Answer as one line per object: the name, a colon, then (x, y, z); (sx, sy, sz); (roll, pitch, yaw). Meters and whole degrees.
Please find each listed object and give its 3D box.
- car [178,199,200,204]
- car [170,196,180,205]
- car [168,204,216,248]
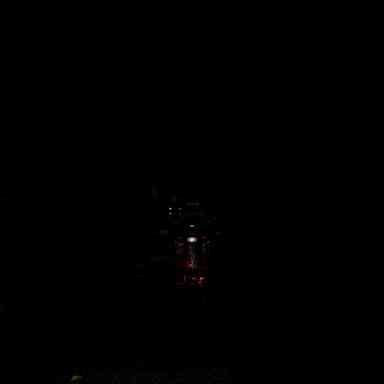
car: (0.001, 1.506, 29.656); (1.812, 1.442, 4.674); (0, 0, 0)
car: (-2.749, 1.485, 56.661); (1.812, 1.442, 4.674); (0, 0, 0)
car: (0.000, 1.504, 14.653); (1.837, 1.490, 4.892); (0, 0, 0)
